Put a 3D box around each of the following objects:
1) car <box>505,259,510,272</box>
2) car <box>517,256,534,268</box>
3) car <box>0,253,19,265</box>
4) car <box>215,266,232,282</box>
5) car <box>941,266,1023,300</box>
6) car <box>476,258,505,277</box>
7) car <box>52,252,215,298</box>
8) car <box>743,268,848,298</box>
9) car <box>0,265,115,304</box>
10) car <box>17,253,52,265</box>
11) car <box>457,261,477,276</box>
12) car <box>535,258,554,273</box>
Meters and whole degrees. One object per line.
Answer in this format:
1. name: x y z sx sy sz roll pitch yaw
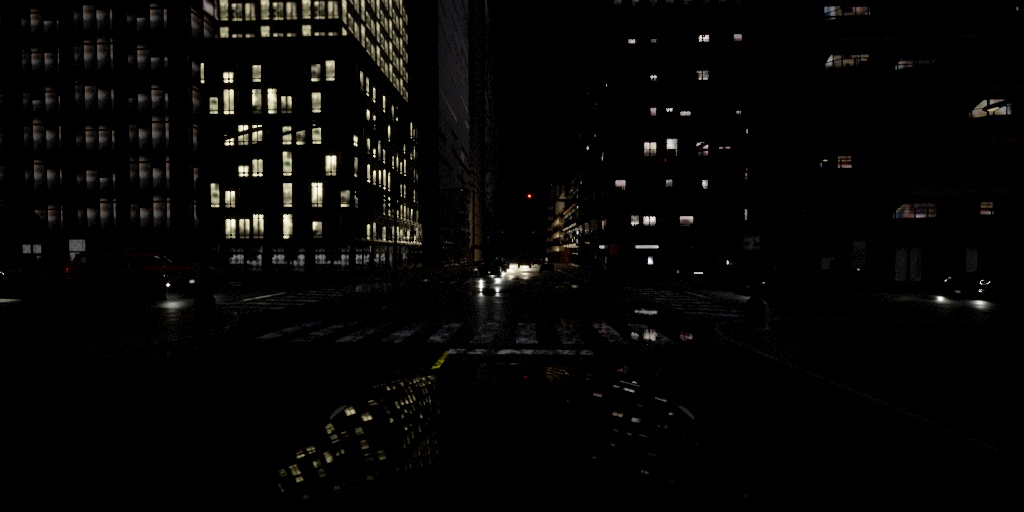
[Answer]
1. car: -1.636 1.302 44.674 1.994 1.385 4.181 0 0 2
2. car: 2.082 0.958 59.828 2.150 2.045 5.566 0 0 2
3. car: -28.350 0.889 17.876 4.553 1.767 2.097 0 1 3
4. car: -20.960 1.029 23.292 4.829 1.417 1.751 0 0 3
5. car: 25.355 1.290 18.468 4.553 1.767 2.097 0 1 3
6. car: -1.984 1.245 34.777 1.837 1.490 4.892 0 0 2
7. car: -18.151 0.846 17.378 5.566 2.045 2.150 1 1 3
8. car: 14.925 1.377 18.992 4.674 1.442 1.812 1 1 4
9. car: -19.868 1.204 14.915 4.403 1.370 2.007 0 0 3
10. car: -32.893 0.712 23.909 5.009 1.841 2.192 0 0 3
11. car: -4.505 1.265 36.880 1.751 1.417 4.829 0 0 2
12. car: 4.072 1.288 42.411 2.007 1.370 4.403 0 0 2
